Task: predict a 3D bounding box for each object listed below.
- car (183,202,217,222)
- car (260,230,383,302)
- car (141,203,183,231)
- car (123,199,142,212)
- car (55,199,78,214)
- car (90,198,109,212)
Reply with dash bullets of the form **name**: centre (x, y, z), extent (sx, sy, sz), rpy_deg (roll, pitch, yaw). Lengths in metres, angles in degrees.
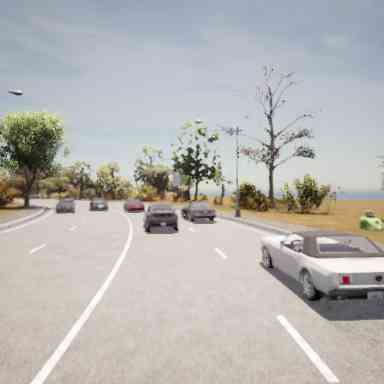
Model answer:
- **car**: centre (0.413, 1.514, 26.378), extent (2.033, 1.411, 5.357), rpy_deg (0, 0, -13)
- **car**: centre (3.150, 1.580, 8.206), extent (1.895, 1.301, 4.718), rpy_deg (0, 0, -4)
- **car**: centre (-1.961, 1.483, 20.354), extent (1.837, 1.490, 4.892), rpy_deg (0, 0, -10)
- **car**: centre (-6.663, 1.531, 38.046), extent (1.994, 1.385, 4.181), rpy_deg (0, 0, -19)
- **car**: centre (-13.194, 1.485, 34.972), extent (1.837, 1.490, 4.892), rpy_deg (0, 0, -19)
- **car**: centre (-10.900, 1.463, 38.988), extent (2.128, 1.511, 4.902), rpy_deg (0, 0, -21)
